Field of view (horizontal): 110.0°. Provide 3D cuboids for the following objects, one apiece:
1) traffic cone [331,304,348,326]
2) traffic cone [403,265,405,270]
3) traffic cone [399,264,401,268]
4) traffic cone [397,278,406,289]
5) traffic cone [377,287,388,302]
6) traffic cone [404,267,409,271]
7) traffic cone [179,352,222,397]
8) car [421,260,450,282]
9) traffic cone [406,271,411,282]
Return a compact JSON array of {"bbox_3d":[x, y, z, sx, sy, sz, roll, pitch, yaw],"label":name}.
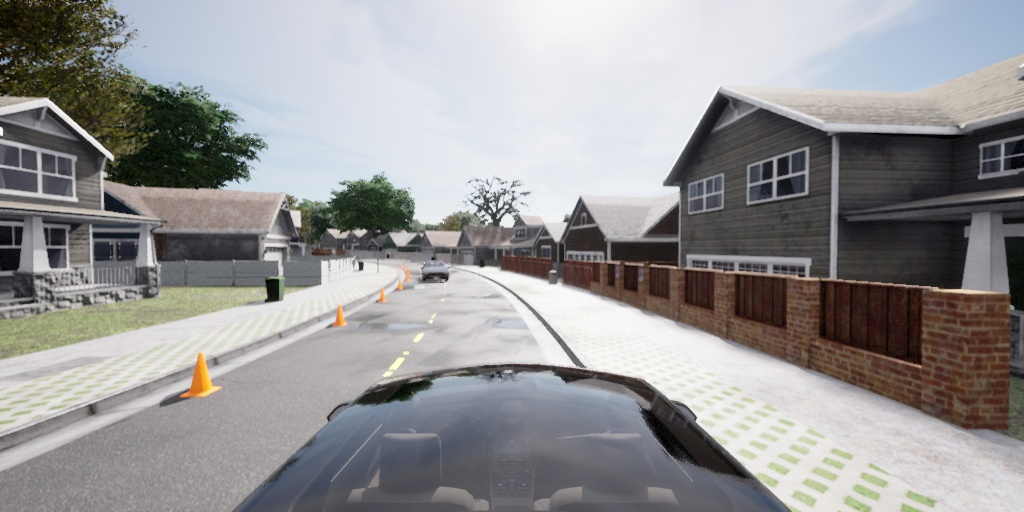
[{"bbox_3d":[-4.828,1.640,10.060,0.340,0.580,0.340,0,0,-5],"label":"traffic cone"},{"bbox_3d":[-9.865,1.317,33.897,0.340,0.580,0.340,0,0,-19],"label":"traffic cone"},{"bbox_3d":[-13.415,1.171,42.994,0.340,0.580,0.340,0,0,-24],"label":"traffic cone"},{"bbox_3d":[-6.173,1.531,19.732,0.340,0.580,0.340,0,0,-11],"label":"traffic cone"},{"bbox_3d":[-5.387,1.590,14.912,0.340,0.580,0.340,0,0,-8],"label":"traffic cone"},{"bbox_3d":[-8.414,1.392,29.235,0.340,0.580,0.340,0,0,-16],"label":"traffic cone"},{"bbox_3d":[-4.497,1.682,5.188,0.340,0.580,0.340,0,0,-3],"label":"traffic cone"},{"bbox_3d":[-5.571,1.031,26.008,2.033,1.411,5.357,0,1,-14],"label":"car"},{"bbox_3d":[-7.183,1.466,24.509,0.340,0.580,0.340,0,0,-13],"label":"traffic cone"}]
